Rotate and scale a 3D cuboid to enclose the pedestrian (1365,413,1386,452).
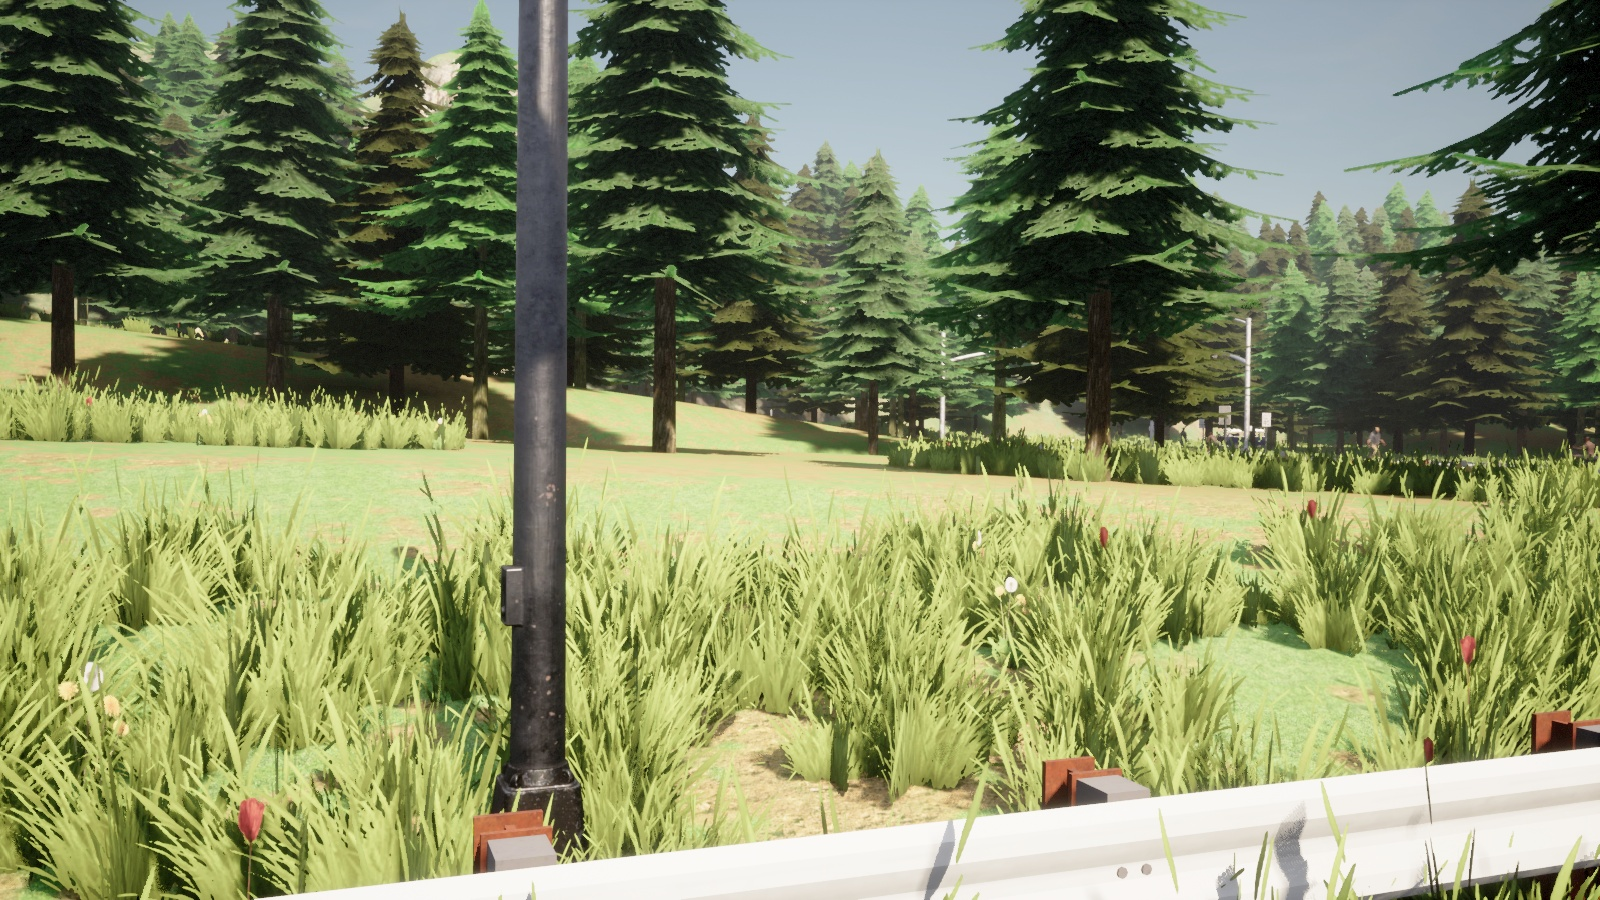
[{"bbox_3d":[26.976,-0.816,58.884,0.540,1.848,0.694,-1,1,-23],"label":"pedestrian"}]
